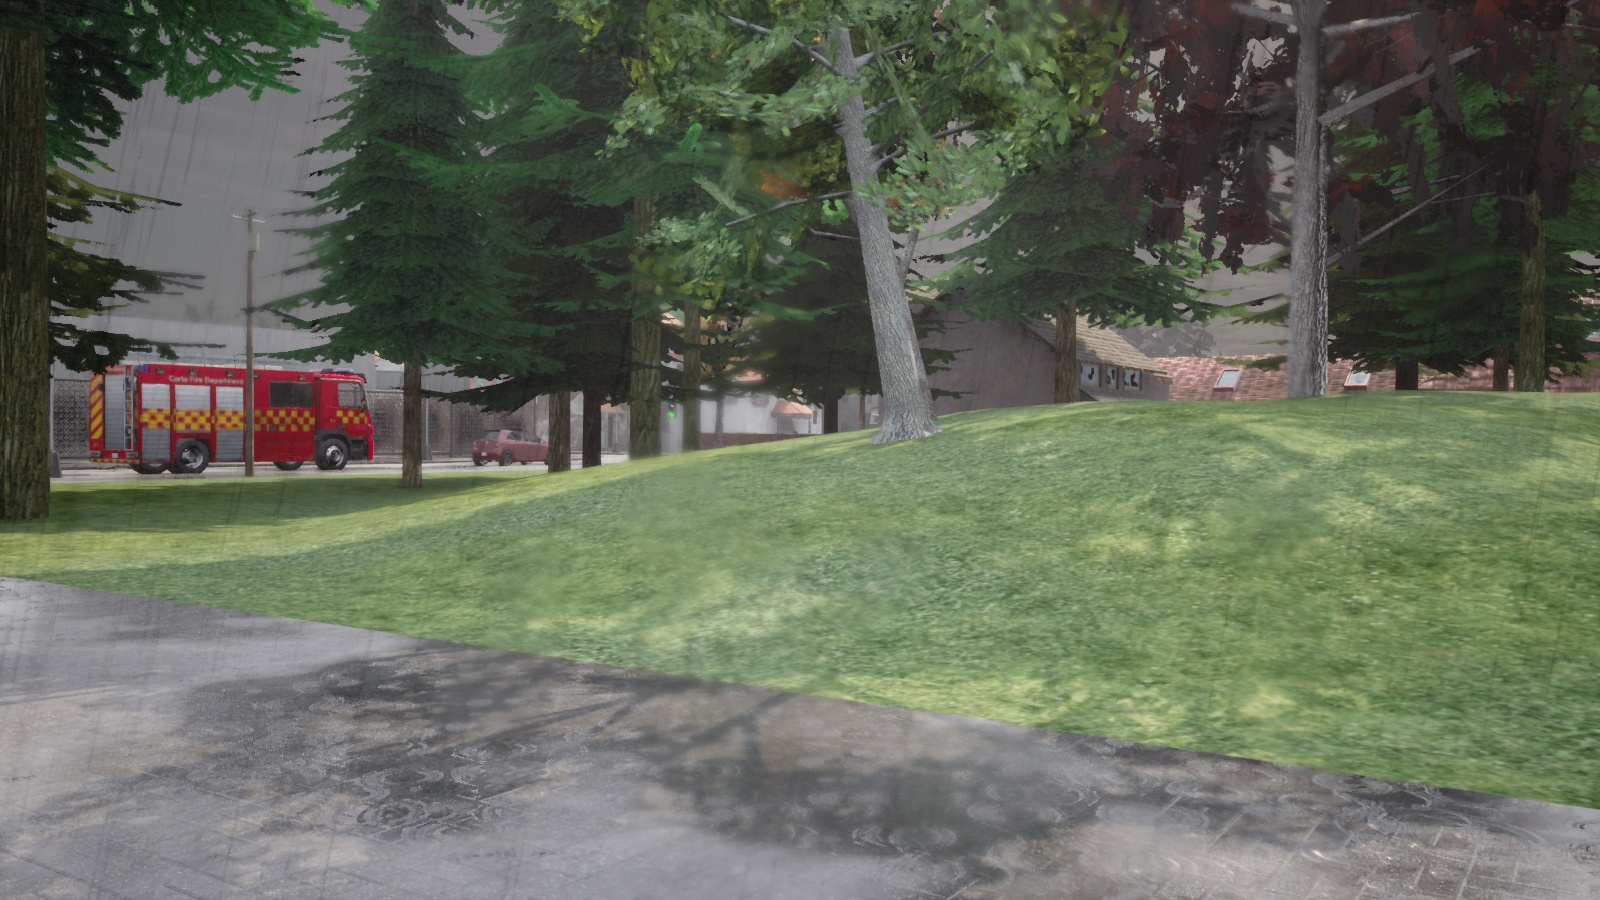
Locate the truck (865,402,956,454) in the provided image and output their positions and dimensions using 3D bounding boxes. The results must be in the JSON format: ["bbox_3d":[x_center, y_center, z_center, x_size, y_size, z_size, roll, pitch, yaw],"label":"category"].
[{"bbox_3d":[7.773,-1.513,87.329,2.891,3.462,7.936,0,1,33],"label":"truck"}]

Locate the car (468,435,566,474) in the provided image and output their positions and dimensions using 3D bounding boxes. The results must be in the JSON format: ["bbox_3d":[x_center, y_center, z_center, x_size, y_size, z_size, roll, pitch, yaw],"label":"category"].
[{"bbox_3d":[-11.466,0.152,51.082,1.845,1.501,3.633,0,1,33],"label":"car"}]

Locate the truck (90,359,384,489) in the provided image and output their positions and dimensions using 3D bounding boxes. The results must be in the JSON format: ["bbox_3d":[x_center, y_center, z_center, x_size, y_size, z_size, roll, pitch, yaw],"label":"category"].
[{"bbox_3d":[-18.100,-0.831,41.094,2.891,3.827,8.468,0,1,34],"label":"truck"}]
